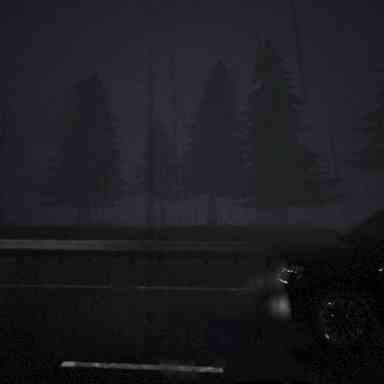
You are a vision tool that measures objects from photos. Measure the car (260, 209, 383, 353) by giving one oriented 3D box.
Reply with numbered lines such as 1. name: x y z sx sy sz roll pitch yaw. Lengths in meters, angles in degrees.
1. car: 3.947 1.221 5.449 5.566 2.045 2.150 0 0 7
